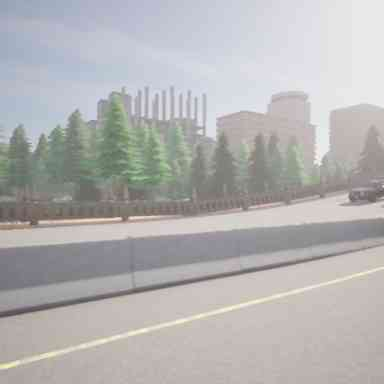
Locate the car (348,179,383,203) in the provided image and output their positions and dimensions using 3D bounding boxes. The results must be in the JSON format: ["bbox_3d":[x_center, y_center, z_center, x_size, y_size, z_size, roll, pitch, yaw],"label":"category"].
[{"bbox_3d":[18.331,-0.124,34.042,5.566,2.045,2.150,-7,4,-35],"label":"car"}]

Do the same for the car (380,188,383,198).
[{"bbox_3d":[19.792,0.324,30.800,4.718,1.301,1.895,-7,4,-34],"label":"car"}]
